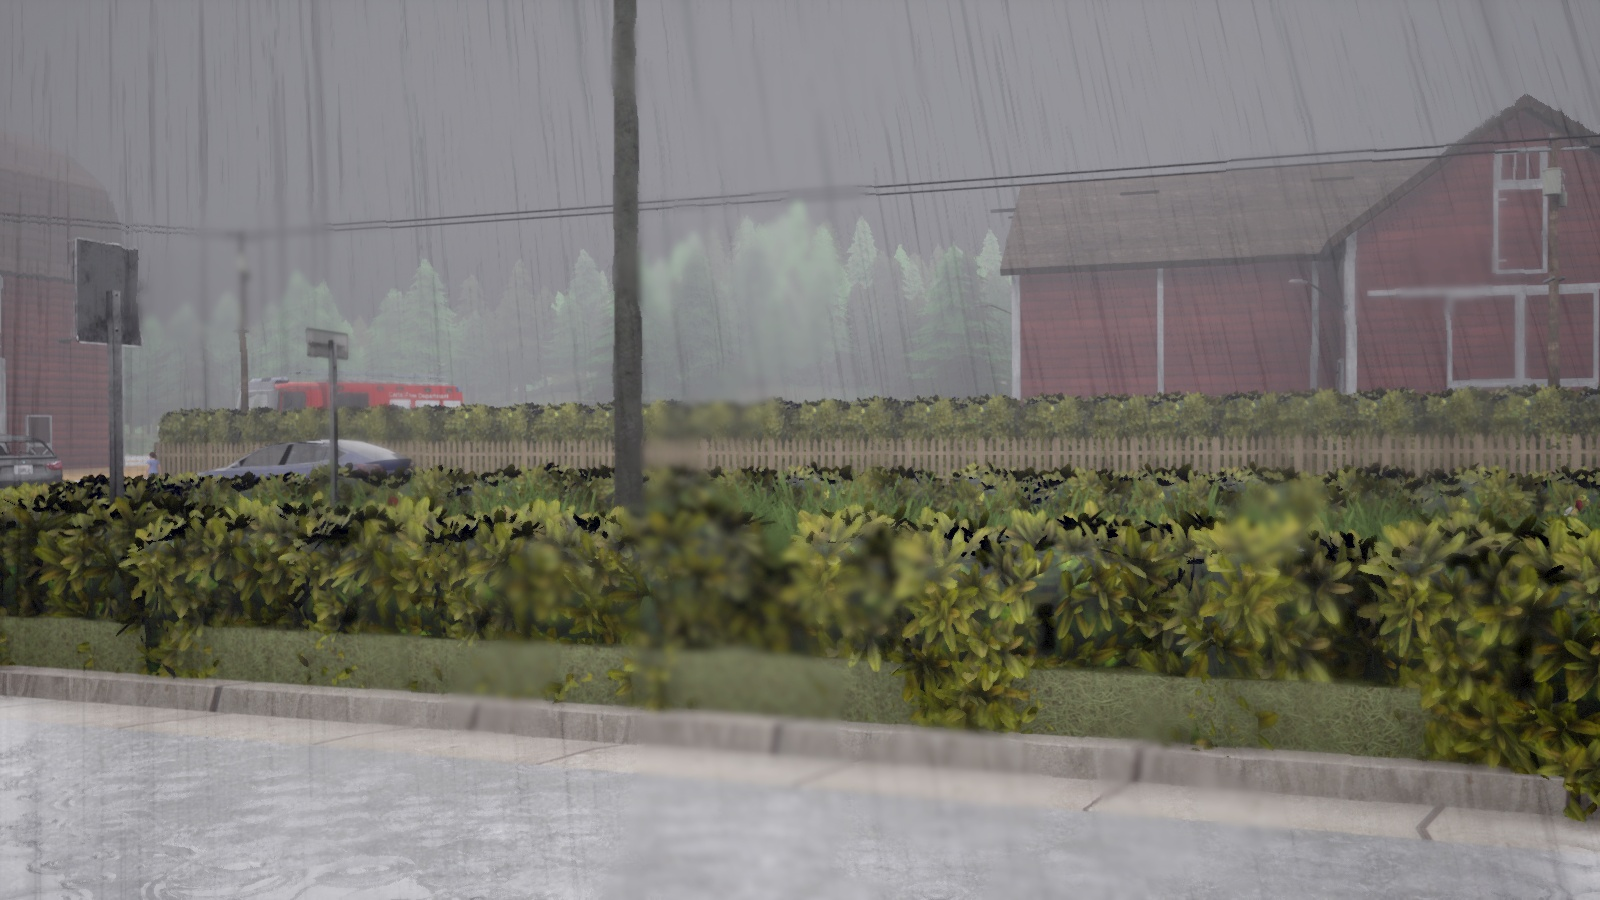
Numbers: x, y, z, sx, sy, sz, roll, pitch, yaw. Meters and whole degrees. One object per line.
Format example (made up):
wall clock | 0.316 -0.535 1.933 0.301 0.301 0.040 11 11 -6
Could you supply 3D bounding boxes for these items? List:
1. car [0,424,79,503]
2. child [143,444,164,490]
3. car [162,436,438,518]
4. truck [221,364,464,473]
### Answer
car | -18.667 0.264 28.115 4.611 1.667 2.242 0 1 28
child | -15.877 0.415 30.841 0.394 1.110 0.255 0 1 20
car | -9.826 0.468 24.749 4.792 1.488 2.163 0 1 19
truck | -17.295 -1.189 48.101 2.891 3.827 8.468 1 1 38
